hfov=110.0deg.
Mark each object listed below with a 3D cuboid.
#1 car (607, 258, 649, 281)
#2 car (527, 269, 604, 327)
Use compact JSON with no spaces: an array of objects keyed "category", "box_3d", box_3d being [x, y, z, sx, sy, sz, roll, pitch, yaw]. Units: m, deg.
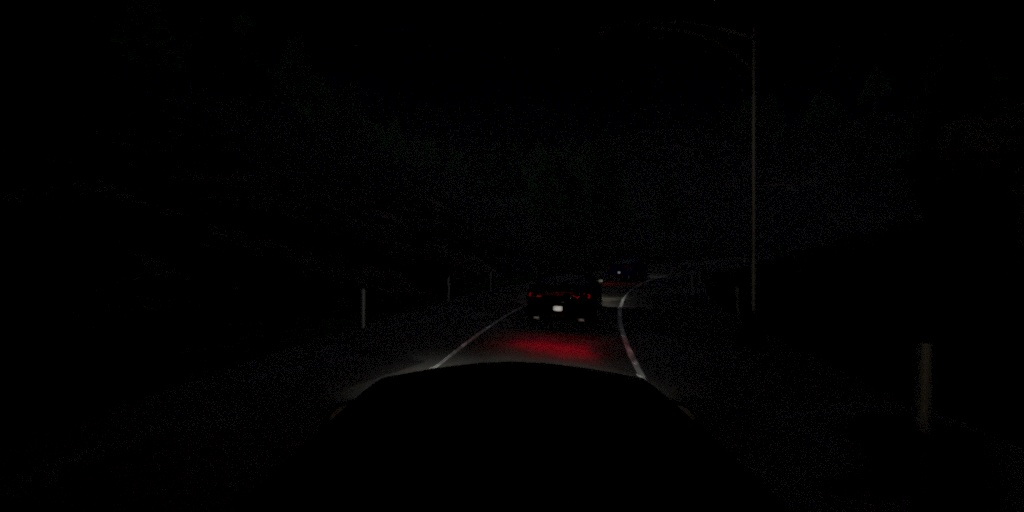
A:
[{"category":"car","box_3d":[8.337,0.864,25.547,1.882,1.535,5.008,0,1,33]},{"category":"car","box_3d":[1.821,1.144,11.406,1.882,1.535,5.008,0,1,16]}]
